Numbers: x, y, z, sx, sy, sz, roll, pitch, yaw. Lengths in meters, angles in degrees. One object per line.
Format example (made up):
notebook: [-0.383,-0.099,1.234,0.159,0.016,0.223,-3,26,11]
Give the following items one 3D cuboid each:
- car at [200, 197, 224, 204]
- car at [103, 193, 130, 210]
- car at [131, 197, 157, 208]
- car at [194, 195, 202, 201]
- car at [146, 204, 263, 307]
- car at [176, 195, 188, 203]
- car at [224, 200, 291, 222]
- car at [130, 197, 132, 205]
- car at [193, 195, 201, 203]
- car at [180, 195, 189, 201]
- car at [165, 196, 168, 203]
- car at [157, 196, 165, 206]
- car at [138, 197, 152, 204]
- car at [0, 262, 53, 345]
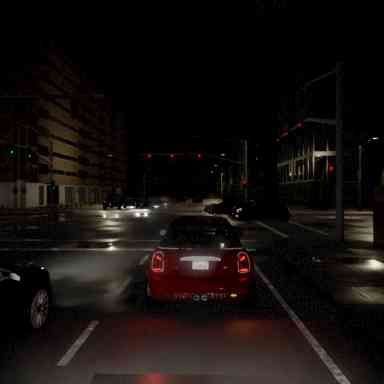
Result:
car: [3.657,1.514,32.284,5.008,1.535,1.882,1,1,25]
car: [-10.149,1.221,44.159,2.150,2.045,5.566,0,0,1]
car: [-6.593,1.491,46.582,2.128,1.511,4.902,0,0,1]
car: [1.573,1.525,83.918,2.128,1.511,4.902,0,0,2]
car: [0.223,1.352,8.161,2.097,1.767,4.553,0,0,2]
car: [-2.283,1.491,68.856,2.128,1.511,4.902,0,0,2]
car: [5.206,1.383,25.820,4.553,1.767,2.097,1,-1,-11]
car: [-9.927,1.564,53.572,1.994,1.385,4.181,0,0,2]
car: [1.243,1.478,69.672,1.882,1.535,5.008,0,0,2]
car: [-1.927,1.540,83.989,2.033,1.411,5.357,0,0,2]
car: [-5.936,1.525,67.637,1.812,1.442,4.674,0,0,2]
car: [-6.332,1.547,56.590,2.033,1.411,5.357,0,0,2]
car: [-9.457,1.601,67.012,1.895,1.301,4.718,0,0,2]
car: [-3.394,1.492,3.933,2.128,1.511,4.902,0,0,1]
